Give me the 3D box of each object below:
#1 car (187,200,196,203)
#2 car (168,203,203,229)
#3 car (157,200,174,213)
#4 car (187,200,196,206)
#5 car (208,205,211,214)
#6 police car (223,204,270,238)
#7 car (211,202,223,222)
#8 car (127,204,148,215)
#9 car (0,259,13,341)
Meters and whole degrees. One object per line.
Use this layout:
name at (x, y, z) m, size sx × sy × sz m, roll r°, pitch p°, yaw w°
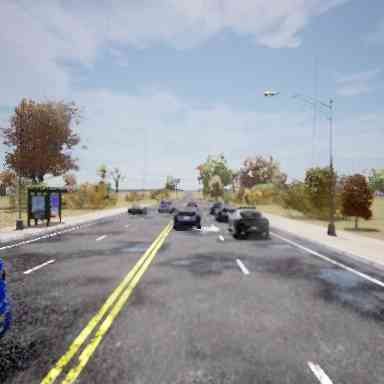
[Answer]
car at (-0.067, 2.252, 57.954) m, size 1.812 × 1.442 × 4.674 m, roll 0°, pitch 0°, yaw 0°
car at (-0.295, 1.827, 24.764) m, size 2.163 × 1.488 × 4.792 m, roll 0°, pitch -1°, yaw 2°
car at (-3.441, 1.924, 44.905) m, size 2.097 × 1.767 × 4.553 m, roll 0°, pitch -1°, yaw 0°
car at (-0.173, 2.465, 74.945) m, size 2.033 × 1.411 × 5.357 m, roll 0°, pitch -1°, yaw 0°
car at (3.161, 2.036, 41.638) m, size 1.837 × 1.490 × 4.892 m, roll 0°, pitch -1°, yaw 0°
police car at (3.217, 1.684, 19.750) m, size 1.930 × 1.638 × 5.238 m, roll 0°, pitch -1°, yaw 0°
car at (3.189, 1.900, 30.668) m, size 2.163 × 1.488 × 4.792 m, roll 0°, pitch -1°, yaw 0°
car at (-6.686, 2.126, 41.007) m, size 1.895 × 1.301 × 4.718 m, roll 0°, pitch -1°, yaw 0°
car at (-3.352, 1.250, 1.966) m, size 2.150 × 2.045 × 5.566 m, roll 0°, pitch -1°, yaw 0°
